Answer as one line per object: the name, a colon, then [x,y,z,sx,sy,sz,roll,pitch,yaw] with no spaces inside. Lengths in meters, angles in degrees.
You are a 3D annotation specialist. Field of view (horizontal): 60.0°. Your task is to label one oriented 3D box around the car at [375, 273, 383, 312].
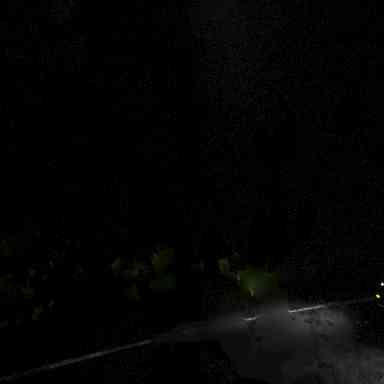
car: [5.512,1.417,5.473,4.892,1.490,1.837,-1,1,-11]
